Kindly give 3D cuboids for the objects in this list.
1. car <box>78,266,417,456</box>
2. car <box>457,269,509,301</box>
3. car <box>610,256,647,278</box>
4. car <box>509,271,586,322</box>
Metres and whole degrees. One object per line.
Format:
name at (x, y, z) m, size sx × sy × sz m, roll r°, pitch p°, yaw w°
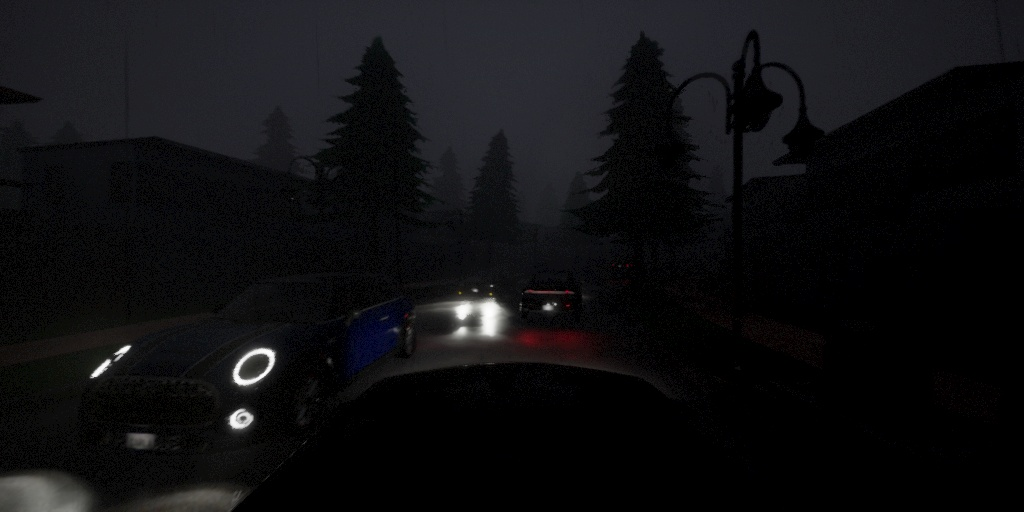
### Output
car at (-3.152, 1.082, 5.481) m, size 2.097 × 1.767 × 4.553 m, roll 0°, pitch 0°, yaw 5°
car at (-1.064, 1.307, 17.375) m, size 1.994 × 1.385 × 4.181 m, roll 0°, pitch 0°, yaw 15°
car at (11.398, 1.039, 34.911) m, size 2.150 × 2.045 × 5.566 m, roll 0°, pitch 0°, yaw 36°
car at (1.504, 1.250, 12.496) m, size 2.128 × 1.511 × 4.902 m, roll 0°, pitch 0°, yaw 11°
